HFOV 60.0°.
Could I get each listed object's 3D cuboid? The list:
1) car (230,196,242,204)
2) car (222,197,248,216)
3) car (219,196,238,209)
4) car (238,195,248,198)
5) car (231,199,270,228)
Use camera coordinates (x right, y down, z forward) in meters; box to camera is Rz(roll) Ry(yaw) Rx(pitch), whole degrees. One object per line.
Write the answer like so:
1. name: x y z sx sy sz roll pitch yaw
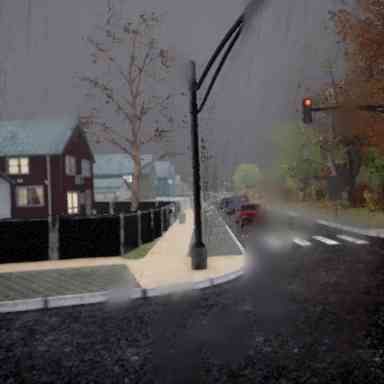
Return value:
1. car: 8.334 1.509 63.272 1.837 1.490 4.892 -2 0 2
2. car: 4.505 1.615 34.059 2.033 1.411 5.357 -2 0 2
3. car: 4.954 1.591 46.990 1.837 1.490 4.892 -2 0 2
4. car: 7.989 1.340 53.245 2.097 1.767 4.553 -2 0 2
5. car: 4.139 1.530 23.356 1.882 1.535 5.008 -2 0 2
